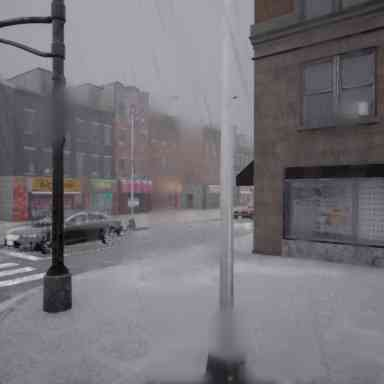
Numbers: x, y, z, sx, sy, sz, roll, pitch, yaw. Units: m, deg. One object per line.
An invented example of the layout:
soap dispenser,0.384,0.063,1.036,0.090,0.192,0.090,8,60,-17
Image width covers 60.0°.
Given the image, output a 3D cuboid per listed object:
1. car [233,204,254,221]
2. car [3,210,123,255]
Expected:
car,5.051,1.681,28.024,1.895,1.301,4.718,0,0,35
car,-5.008,1.516,13.628,2.128,1.511,4.902,0,0,32
